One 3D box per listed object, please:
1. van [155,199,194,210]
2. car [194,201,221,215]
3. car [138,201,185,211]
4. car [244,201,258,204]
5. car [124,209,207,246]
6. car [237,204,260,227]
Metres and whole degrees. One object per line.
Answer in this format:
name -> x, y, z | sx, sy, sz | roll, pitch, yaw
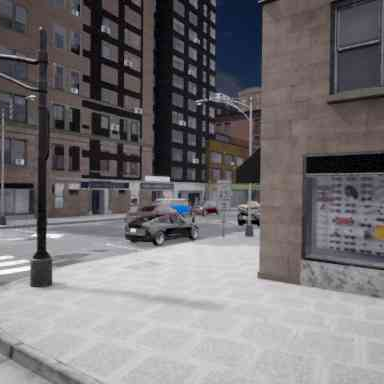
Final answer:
van -> -1.905, 1.500, 30.372 | 1.690, 1.788, 3.998 | 0, 0, 36
car -> 1.302, 1.644, 34.835 | 1.967, 1.590, 4.097 | 0, 0, 36
car -> -2.873, 1.681, 24.619 | 1.812, 1.442, 4.674 | 1, 0, 36
car -> 7.617, 1.822, 43.624 | 1.752, 1.417, 4.829 | 0, 0, 36
car -> -1.402, 1.763, 16.469 | 1.947, 1.339, 4.313 | 0, 0, 36
car -> 5.014, 1.849, 25.396 | 1.947, 1.339, 4.313 | 0, 0, 36
